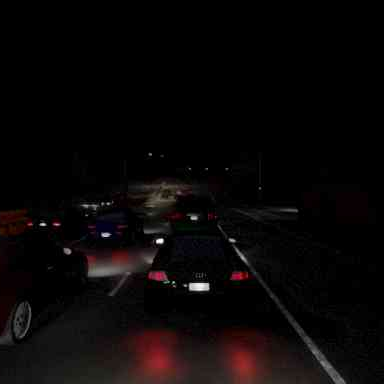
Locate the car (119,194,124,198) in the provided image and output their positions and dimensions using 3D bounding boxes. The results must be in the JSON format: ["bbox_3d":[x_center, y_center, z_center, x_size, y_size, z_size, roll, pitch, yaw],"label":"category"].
[{"bbox_3d":[-17.610,1.333,80.134,1.882,1.535,5.008,0,1,0],"label":"car"}]

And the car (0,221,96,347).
[{"bbox_3d":[-3.408,1.526,6.187,1.812,1.442,4.674,0,0,0],"label":"car"}]

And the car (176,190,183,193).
[{"bbox_3d":[-3.652,1.070,87.102,1.812,1.442,4.674,0,3,0],"label":"car"}]

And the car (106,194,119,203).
[{"bbox_3d":[-17.551,1.539,70.044,2.033,1.411,5.357,0,0,0],"label":"car"}]

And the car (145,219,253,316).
[{"bbox_3d":[0.102,1.564,7.601,1.994,1.385,4.181,0,0,-1],"label":"car"}]

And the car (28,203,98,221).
[{"bbox_3d":[-6.900,1.548,17.829,2.033,1.411,5.357,0,0,-1],"label":"car"}]

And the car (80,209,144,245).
[{"bbox_3d":[-3.409,1.526,15.450,1.812,1.442,4.674,0,0,0],"label":"car"}]

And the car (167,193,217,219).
[{"bbox_3d":[0.091,1.221,17.005,2.150,2.045,5.566,0,0,0],"label":"car"}]

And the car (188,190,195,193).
[{"bbox_3d":[-0.154,1.000,87.510,1.882,1.535,5.008,0,3,0],"label":"car"}]

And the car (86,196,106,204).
[{"bbox_3d":[-17.595,1.505,60.143,1.837,1.490,4.892,0,0,0],"label":"car"}]

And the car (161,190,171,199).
[{"bbox_3d":[-7.152,1.070,87.080,1.812,1.442,4.674,0,3,0],"label":"car"}]
